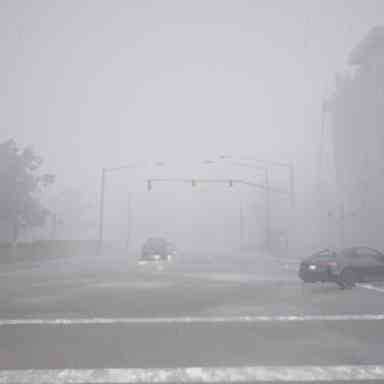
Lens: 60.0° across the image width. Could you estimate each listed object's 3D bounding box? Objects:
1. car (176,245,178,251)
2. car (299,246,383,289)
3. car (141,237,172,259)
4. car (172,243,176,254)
[{"bbox_3d":[-3.427,9.508,57.429,1.994,1.385,4.181,0,-8,1],"label":"car"},{"bbox_3d":[6.020,2.681,12.225,4.181,1.385,1.994,4,-10,-22],"label":"car"},{"bbox_3d":[-3.540,5.463,32.591,2.150,2.045,5.566,0,-8,0],"label":"car"},{"bbox_3d":[-3.503,7.045,42.323,2.097,1.767,4.553,0,-9,0],"label":"car"}]
